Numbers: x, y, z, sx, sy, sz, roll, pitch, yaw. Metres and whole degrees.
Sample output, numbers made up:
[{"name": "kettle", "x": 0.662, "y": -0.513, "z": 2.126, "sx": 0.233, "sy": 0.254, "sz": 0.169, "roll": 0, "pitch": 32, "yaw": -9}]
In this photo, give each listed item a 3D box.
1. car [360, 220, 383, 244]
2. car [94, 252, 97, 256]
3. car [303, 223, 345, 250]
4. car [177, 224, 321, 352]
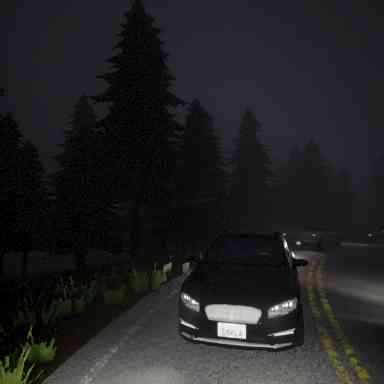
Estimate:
[{"name": "car", "x": 15.881, "y": 3.227, "z": 26.467, "sx": 5.566, "sy": 2.045, "sz": 2.150, "roll": 8, "pitch": -8, "yaw": -28}, {"name": "car", "x": -20.228, "y": 13.650, "z": 72.990, "sx": 4.181, "sy": 1.381, "sz": 1.994, "roll": -2, "pitch": -5, "yaw": 31}, {"name": "car", "x": 6.519, "y": 2.309, "z": 17.714, "sx": 1.895, "sy": 1.301, "sz": 4.718, "roll": -3, "pitch": -6, "yaw": 39}, {"name": "car", "x": 1.137, "y": 1.562, "z": 6.611, "sx": 2.128, "sy": 1.511, "sz": 4.902, "roll": -1, "pitch": -2, "yaw": 15}]
